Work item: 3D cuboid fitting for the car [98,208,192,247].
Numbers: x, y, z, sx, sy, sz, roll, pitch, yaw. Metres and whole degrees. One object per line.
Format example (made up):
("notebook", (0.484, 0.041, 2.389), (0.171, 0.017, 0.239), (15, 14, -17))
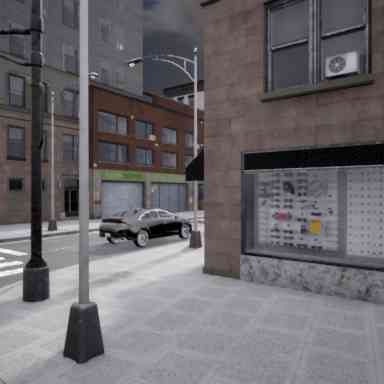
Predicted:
("car", (-1.885, 1.457, 14.956), (2.128, 1.511, 4.902), (0, 0, 35))
